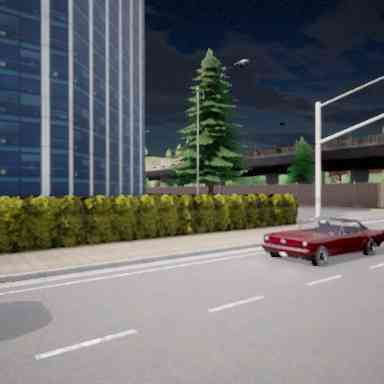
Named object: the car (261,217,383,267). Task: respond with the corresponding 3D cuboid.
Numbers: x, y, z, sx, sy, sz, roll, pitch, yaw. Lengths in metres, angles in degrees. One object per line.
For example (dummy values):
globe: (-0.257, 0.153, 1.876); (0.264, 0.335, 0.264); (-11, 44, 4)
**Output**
car: (4.580, 1.574, 11.432); (4.718, 1.301, 1.895); (0, 0, -35)
